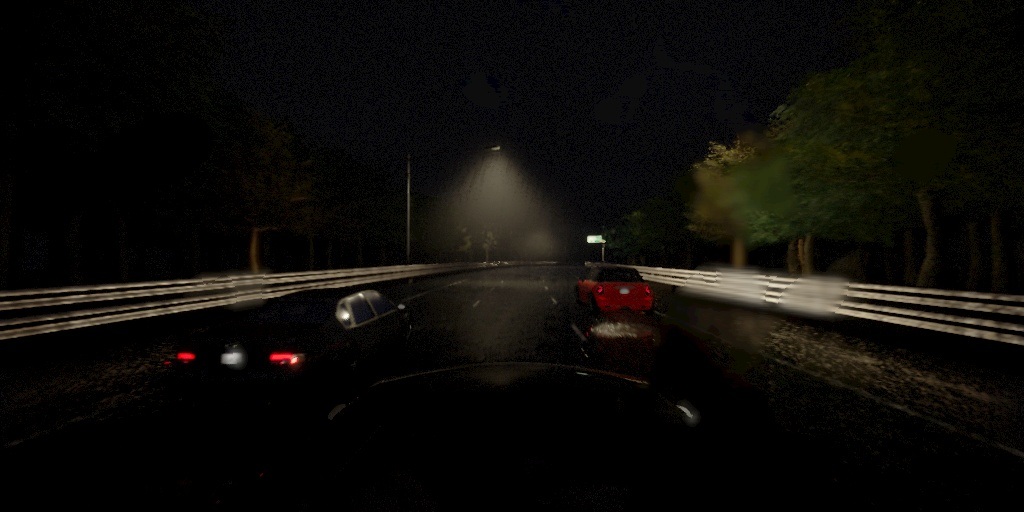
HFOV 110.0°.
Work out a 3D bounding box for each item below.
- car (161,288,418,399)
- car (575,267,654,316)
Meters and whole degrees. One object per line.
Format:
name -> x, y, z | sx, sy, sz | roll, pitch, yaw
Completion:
car -> -3.377, 1.315, 6.872 | 2.033, 1.411, 5.357 | 0, 0, 1
car -> 3.782, 1.201, 14.002 | 2.097, 1.767, 4.553 | 0, 0, 1
